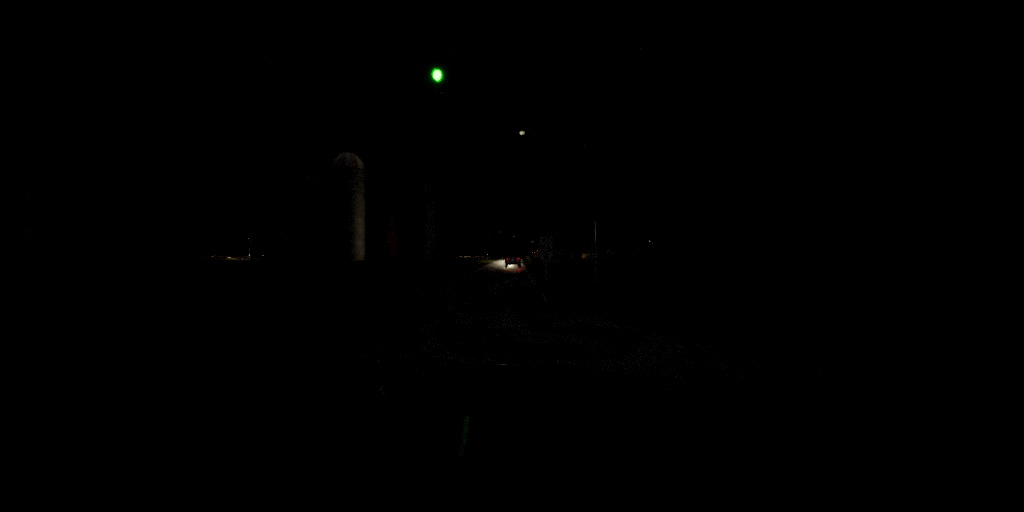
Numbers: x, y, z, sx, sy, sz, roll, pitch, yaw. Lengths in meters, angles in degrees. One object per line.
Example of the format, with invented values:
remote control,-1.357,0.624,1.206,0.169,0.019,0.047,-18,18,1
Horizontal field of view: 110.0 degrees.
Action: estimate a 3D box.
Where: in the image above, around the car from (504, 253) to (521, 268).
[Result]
car,0.114,0.561,49.481,2.150,2.045,5.566,-1,0,0
